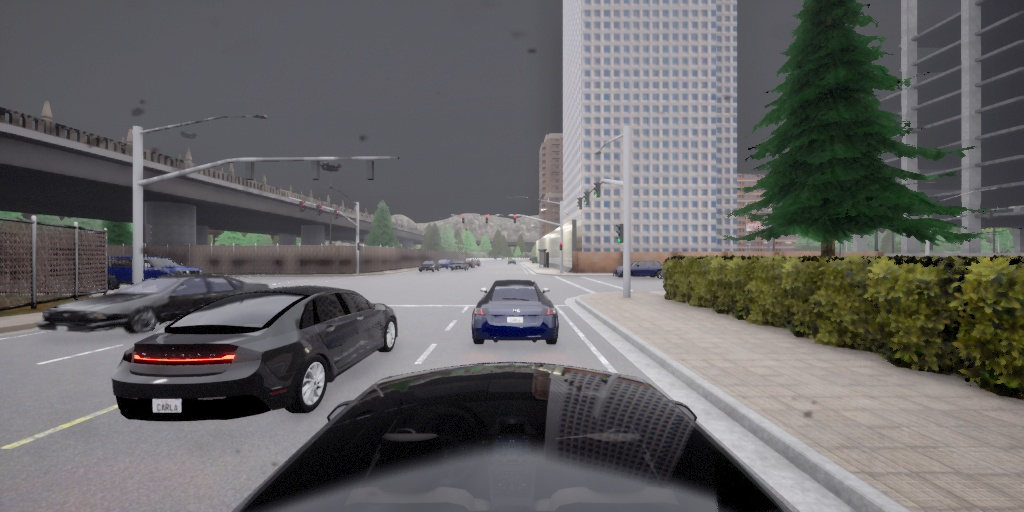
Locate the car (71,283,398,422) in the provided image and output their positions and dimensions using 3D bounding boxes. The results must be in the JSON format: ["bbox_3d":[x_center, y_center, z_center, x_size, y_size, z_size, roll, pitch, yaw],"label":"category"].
[{"bbox_3d":[-3.441,1.255,6.020,1.837,1.490,4.892,0,0,0],"label":"car"}]

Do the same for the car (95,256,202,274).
[{"bbox_3d":[-22.170,1.025,22.078,5.566,2.045,2.150,0,0,0],"label":"car"}]

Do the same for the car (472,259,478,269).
[{"bbox_3d":[-7.094,1.351,57.938,1.895,1.301,4.718,0,0,0],"label":"car"}]

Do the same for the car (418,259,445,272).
[{"bbox_3d":[-10.602,1.297,46.431,2.033,1.411,5.357,0,0,0],"label":"car"}]

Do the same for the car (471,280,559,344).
[{"bbox_3d":[0.077,1.314,9.564,1.994,1.385,4.181,0,0,0],"label":"car"}]

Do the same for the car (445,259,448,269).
[{"bbox_3d":[-10.599,1.228,55.881,1.882,1.535,5.008,0,0,0],"label":"car"}]

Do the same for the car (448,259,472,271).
[{"bbox_3d":[-7.095,1.314,49.184,1.994,1.385,4.181,0,0,0],"label":"car"}]

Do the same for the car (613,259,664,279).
[{"bbox_3d":[11.637,1.157,32.856,4.553,1.767,2.097,0,0,0],"label":"car"}]

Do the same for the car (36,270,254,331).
[{"bbox_3d":[-10.067,1.297,10.965,2.033,1.411,5.357,0,0,9],"label":"car"}]
